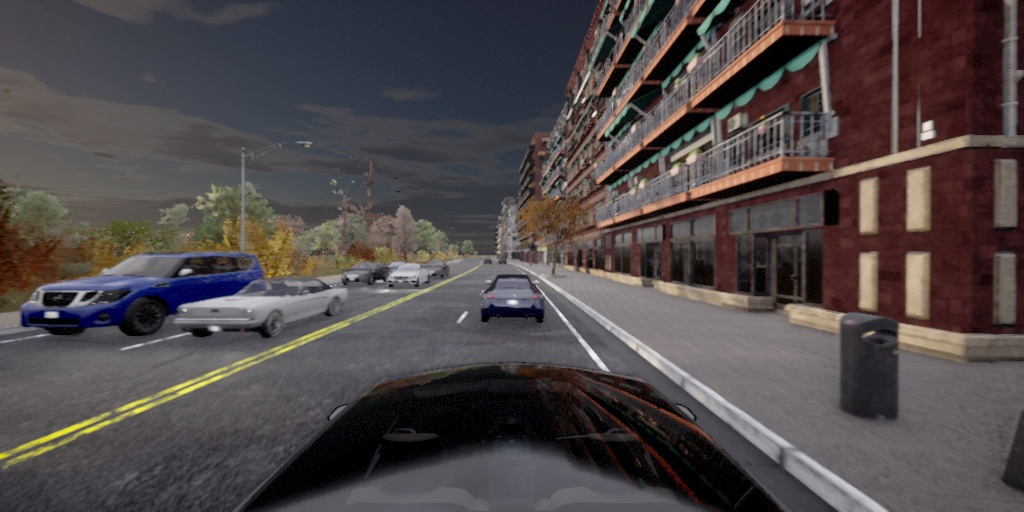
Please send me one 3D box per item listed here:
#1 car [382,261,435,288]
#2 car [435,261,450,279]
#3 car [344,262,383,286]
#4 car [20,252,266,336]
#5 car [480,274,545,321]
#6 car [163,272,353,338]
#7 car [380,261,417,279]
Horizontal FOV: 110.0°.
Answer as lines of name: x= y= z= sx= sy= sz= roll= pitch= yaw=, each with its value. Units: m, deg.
car: x=-6.620 y=1.208 z=23.485 sx=1.812 sy=1.442 sz=4.674 roll=0 pitch=0 yaw=-1
car: x=-6.645 y=1.175 z=31.686 sx=2.128 sy=1.511 sz=4.902 roll=0 pitch=0 yaw=-1
car: x=-9.878 y=1.154 z=24.583 sx=2.128 sy=1.511 sz=4.902 roll=0 pitch=0 yaw=0
car: x=-9.823 y=0.898 z=10.470 sx=2.150 sy=2.045 sz=5.566 roll=0 pitch=0 yaw=2
car: x=0.019 y=1.304 z=12.354 sx=1.994 sy=1.385 sz=4.181 roll=0 pitch=0 yaw=0
car: x=-6.585 y=1.300 z=10.147 sx=1.895 sy=1.301 sz=4.718 roll=0 pitch=0 yaw=0
car: x=-9.895 y=1.192 z=31.627 sx=1.812 sy=1.442 sz=4.674 roll=0 pitch=0 yaw=-1
